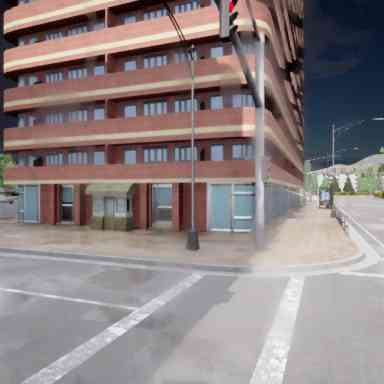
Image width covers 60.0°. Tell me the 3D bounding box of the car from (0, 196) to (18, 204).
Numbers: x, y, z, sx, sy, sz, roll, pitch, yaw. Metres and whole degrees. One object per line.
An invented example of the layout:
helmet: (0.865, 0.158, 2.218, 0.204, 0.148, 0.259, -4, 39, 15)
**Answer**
car: (-26.730, 1.448, 49.080, 1.837, 1.490, 4.892, 0, 0, 25)
